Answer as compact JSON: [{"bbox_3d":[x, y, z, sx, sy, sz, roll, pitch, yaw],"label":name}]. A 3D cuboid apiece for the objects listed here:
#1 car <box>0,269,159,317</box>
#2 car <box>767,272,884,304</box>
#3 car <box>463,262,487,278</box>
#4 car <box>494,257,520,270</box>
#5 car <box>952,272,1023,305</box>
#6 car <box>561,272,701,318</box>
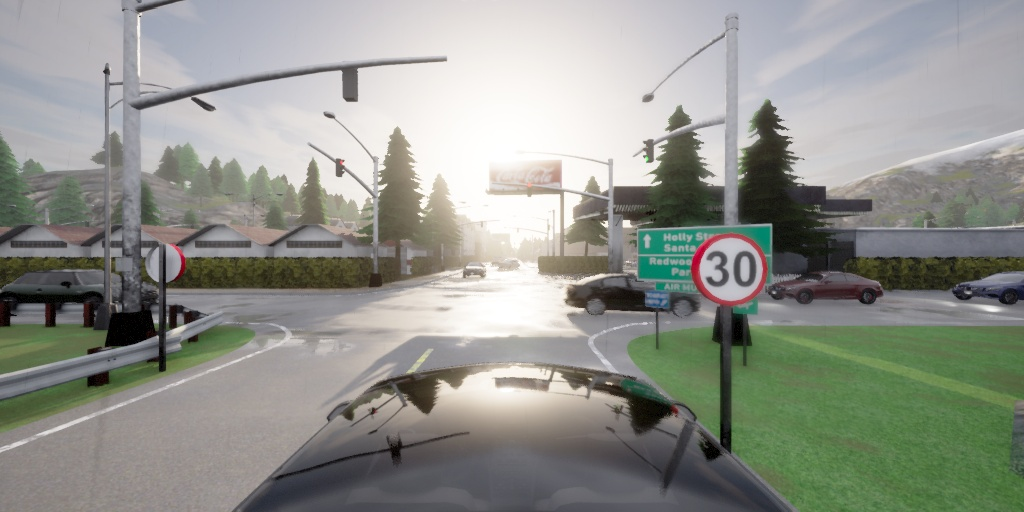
[{"bbox_3d":[-16.242,1.294,13.716,4.553,1.767,2.097,0,0,1],"label":"car"},{"bbox_3d":[14.797,1.467,17.039,4.674,1.442,1.812,0,0,0],"label":"car"},{"bbox_3d":[-3.469,1.291,33.817,1.812,1.442,4.674,1,-1,0],"label":"car"},{"bbox_3d":[-0.414,1.314,56.241,1.812,1.442,4.674,2,2,29],"label":"car"},{"bbox_3d":[23.931,1.467,16.947,4.674,1.442,1.812,0,0,1],"label":"car"},{"bbox_3d":[4.396,1.389,13.478,5.008,1.535,1.882,1,0,1],"label":"car"}]
